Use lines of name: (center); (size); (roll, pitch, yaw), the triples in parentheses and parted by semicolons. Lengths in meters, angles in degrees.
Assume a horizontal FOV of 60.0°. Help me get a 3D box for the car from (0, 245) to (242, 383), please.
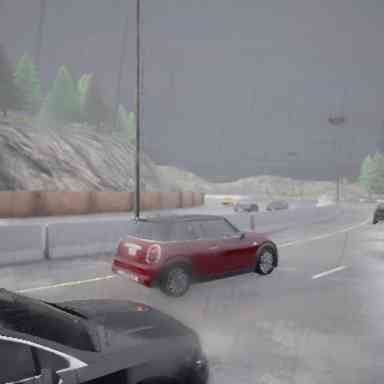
car: (-2.078, 1.505, 2.496); (4.892, 1.490, 1.837); (1, 0, -36)

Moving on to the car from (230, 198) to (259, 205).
car: (6.369, 1.669, 38.258); (1.812, 1.442, 4.674); (0, 0, 27)

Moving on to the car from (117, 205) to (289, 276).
car: (0.281, 1.380, 8.858); (4.553, 1.767, 2.097); (0, 0, -40)

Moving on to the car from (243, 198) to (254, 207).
car: (9.959, 1.821, 58.360); (1.895, 1.301, 4.718); (0, 0, 12)

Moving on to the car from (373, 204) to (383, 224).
car: (15.000, 1.634, 25.292); (1.837, 1.490, 4.892); (1, 0, 34)

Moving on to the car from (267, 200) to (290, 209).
car: (9.577, 1.654, 36.887); (1.837, 1.490, 4.892); (0, 0, 27)

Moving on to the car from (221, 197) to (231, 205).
car: (6.152, 1.682, 57.392); (1.882, 1.535, 5.008); (0, 0, 13)
